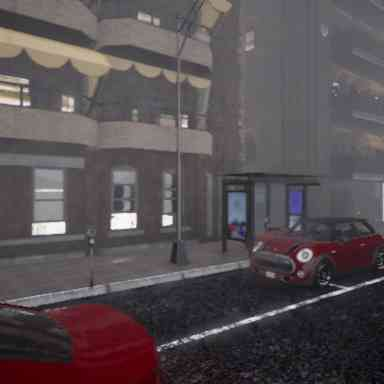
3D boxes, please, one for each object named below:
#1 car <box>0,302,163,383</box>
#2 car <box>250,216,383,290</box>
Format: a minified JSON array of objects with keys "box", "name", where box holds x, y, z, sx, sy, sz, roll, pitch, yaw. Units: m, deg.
[{"box":[-2.507,1.478,1.590,5.008,1.535,1.882,0,0,-35],"name":"car"},{"box":[3.486,1.437,9.048,4.097,1.590,1.967,0,0,-36],"name":"car"}]
